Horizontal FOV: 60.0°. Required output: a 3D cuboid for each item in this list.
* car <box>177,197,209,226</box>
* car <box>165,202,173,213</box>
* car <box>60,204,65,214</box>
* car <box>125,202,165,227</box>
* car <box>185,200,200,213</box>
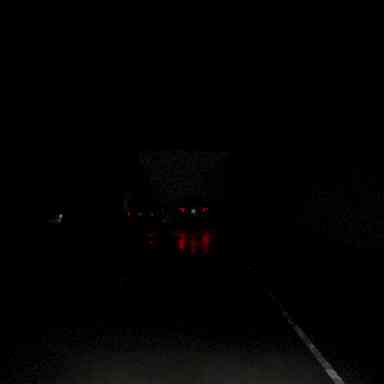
[{"bbox_3d":[0.101,1.387,24.686,2.150,2.045,5.566,0,-1,0],"label":"car"},{"bbox_3d":[-3.400,1.887,41.722,1.895,1.301,4.718,0,0,0],"label":"car"},{"bbox_3d":[-14.089,1.777,39.704,1.837,1.490,4.892,0,0,0],"label":"car"},{"bbox_3d":[-3.403,1.521,24.229,2.097,1.767,4.553,0,0,1],"label":"car"},{"bbox_3d":[0.101,1.815,42.101,1.812,1.442,4.674,0,0,0],"label":"car"}]
